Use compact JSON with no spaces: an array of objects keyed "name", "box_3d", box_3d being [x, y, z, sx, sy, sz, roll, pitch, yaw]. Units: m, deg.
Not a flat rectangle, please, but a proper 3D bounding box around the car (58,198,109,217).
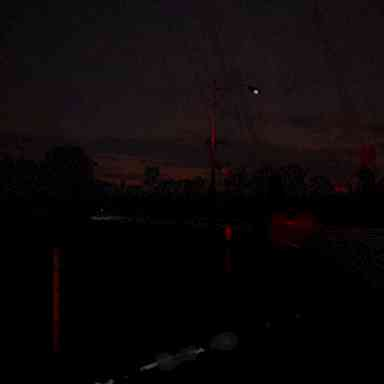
[{"name":"car","box_3d":[-8.479,1.164,26.022,4.181,1.385,1.994,1,0,31]}]
